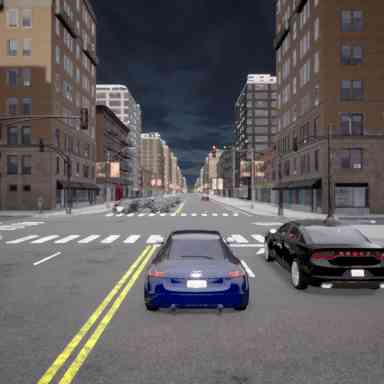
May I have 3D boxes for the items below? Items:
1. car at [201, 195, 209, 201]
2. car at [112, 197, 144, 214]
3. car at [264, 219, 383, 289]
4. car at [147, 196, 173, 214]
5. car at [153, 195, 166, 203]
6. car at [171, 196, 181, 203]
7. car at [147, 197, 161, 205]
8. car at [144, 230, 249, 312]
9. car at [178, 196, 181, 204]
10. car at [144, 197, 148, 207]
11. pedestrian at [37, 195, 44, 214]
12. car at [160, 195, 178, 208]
[{"bbox_3d":[3.180,1.454,80.583,1.882,1.535,5.008,0,0,0],"label":"car"},{"bbox_3d":[-6.820,1.487,34.557,2.128,1.511,4.902,0,0,4],"label":"car"},{"bbox_3d":[3.330,1.477,9.159,1.882,1.535,5.008,0,0,0],"label":"car"},{"bbox_3d":[-3.383,1.500,36.193,1.837,1.490,4.892,0,0,0],"label":"car"},{"bbox_3d":[-6.568,1.473,68.491,2.128,1.511,4.902,0,0,0],"label":"car"},{"bbox_3d":[-3.311,1.490,69.697,2.033,1.411,5.357,0,0,0],"label":"car"},{"bbox_3d":[-6.631,1.587,57.962,1.895,1.301,4.718,0,0,0],"label":"car"},{"bbox_3d":[0.081,1.563,7.781,1.994,1.385,4.181,0,0,0],"label":"car"},{"bbox_3d":[-3.376,1.550,59.152,1.994,1.385,4.181,0,0,0],"label":"car"},{"bbox_3d":[-6.637,1.498,46.649,1.837,1.490,4.892,0,-1,0],"label":"car"},{"bbox_3d":[-14.169,1.166,31.092,0.375,1.860,0.375,0,0,0],"label":"pedestrian"},{"bbox_3d":[-3.387,1.498,47.732,1.837,1.490,4.892,0,-1,0],"label":"car"}]
